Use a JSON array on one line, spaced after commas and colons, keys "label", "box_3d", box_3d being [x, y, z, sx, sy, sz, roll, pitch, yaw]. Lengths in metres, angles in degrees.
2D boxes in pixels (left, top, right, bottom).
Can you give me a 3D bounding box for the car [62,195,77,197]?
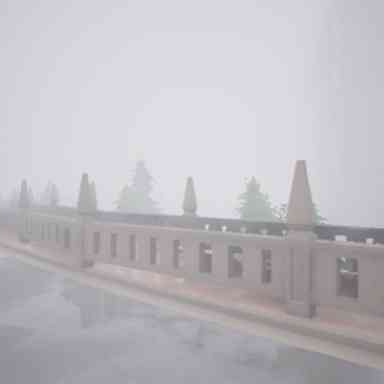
[{"label": "car", "box_3d": [-33.147, 1.834, 87.718, 1.882, 1.535, 5.008, 0, 0, 12]}]
